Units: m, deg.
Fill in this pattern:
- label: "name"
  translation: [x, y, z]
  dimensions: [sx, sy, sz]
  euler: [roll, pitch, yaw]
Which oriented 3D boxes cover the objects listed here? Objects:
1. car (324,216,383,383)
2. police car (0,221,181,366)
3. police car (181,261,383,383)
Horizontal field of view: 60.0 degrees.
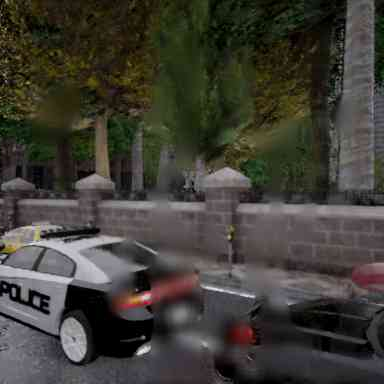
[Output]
- label: "car"
  translation: [4.313, 1.333, 3.556]
  dimensions: [5.009, 1.841, 2.192]
  euler: [0, 0, 36]
- label: "police car"
  translation: [-2.252, 1.447, 5.978]
  dimensions: [5.238, 1.638, 1.930]
  euler: [0, 0, 36]
- label: "police car"
  translation: [2.611, 1.438, 2.462]
  dimensions: [5.238, 1.638, 1.930]
  euler: [0, 0, 36]
